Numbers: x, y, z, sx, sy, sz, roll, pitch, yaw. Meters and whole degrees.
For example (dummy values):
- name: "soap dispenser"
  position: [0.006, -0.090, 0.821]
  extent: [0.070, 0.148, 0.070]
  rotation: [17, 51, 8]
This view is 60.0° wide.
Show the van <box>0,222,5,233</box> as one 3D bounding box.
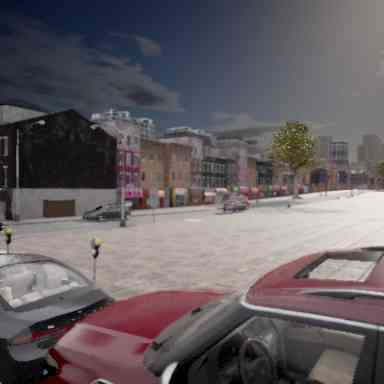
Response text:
- name: "van"
  position: [-5.658, 1.427, 6.813]
  extent: [3.998, 1.788, 1.690]
  rotation: [-1, 1, 36]

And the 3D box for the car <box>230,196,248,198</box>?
- name: "car"
  position: [6.763, 1.635, 50.782]
  extent: [2.150, 2.045, 5.566]
  rotation: [1, 1, 36]

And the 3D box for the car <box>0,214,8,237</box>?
- name: "car"
  position: [-12.868, 1.945, 18.088]
  extent: [1.895, 1.301, 4.718]
  rotation: [1, 0, 27]

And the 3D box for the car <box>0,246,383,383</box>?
- name: "car"
  position: [1.102, 1.317, 1.989]
  extent: [5.009, 1.841, 2.192]
  rotation: [-1, 1, 36]

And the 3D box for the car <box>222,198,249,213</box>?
- name: "car"
  position: [5.898, 1.991, 44.615]
  extent: [2.128, 1.511, 4.902]
  rotation: [1, 1, 35]

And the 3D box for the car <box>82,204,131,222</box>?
- name: "car"
  position: [-7.754, 1.899, 30.535]
  extent: [1.837, 1.490, 4.892]
  rotation: [1, 0, 35]
